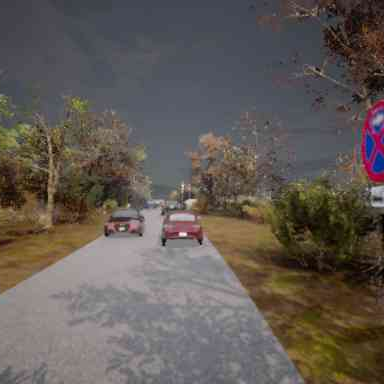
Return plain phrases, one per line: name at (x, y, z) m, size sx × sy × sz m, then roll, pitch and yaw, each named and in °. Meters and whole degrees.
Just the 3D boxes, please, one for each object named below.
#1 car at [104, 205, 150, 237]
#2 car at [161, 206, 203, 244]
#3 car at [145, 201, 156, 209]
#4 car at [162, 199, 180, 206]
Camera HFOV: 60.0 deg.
car at (-3.632, 1.668, 18.645) m, size 1.994 × 1.385 × 4.181 m, roll 1°, pitch -1°, yaw -4°
car at (-0.521, 1.612, 16.102) m, size 1.812 × 1.442 × 4.674 m, roll 0°, pitch -1°, yaw -4°
car at (-7.381, 2.327, 59.914) m, size 1.882 × 1.535 × 5.008 m, roll 0°, pitch -2°, yaw -5°
car at (-2.410, 1.709, 38.207) m, size 2.097 × 1.767 × 4.553 m, roll 0°, pitch -1°, yaw -5°
